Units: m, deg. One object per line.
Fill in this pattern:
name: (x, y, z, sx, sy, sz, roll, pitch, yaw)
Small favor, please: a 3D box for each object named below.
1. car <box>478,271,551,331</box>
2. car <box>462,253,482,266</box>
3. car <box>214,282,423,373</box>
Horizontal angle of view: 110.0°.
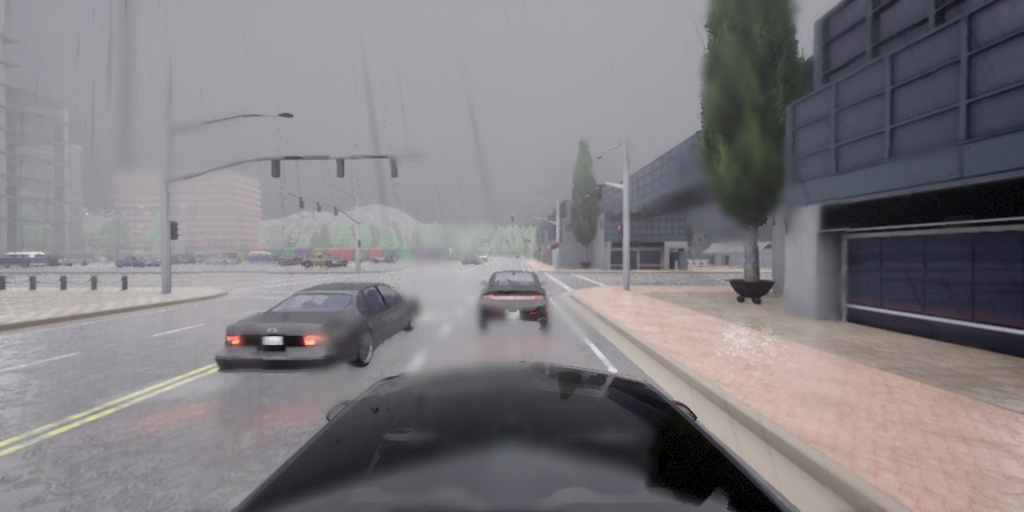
car: (0.059, 1.179, 10.733, 2.128, 1.511, 4.902, 0, 0, 0)
car: (-6.950, 0.549, 60.392, 2.150, 2.045, 5.566, 0, 2, 3)
car: (-3.444, 1.257, 7.698, 2.033, 1.411, 5.357, 0, 0, 0)
